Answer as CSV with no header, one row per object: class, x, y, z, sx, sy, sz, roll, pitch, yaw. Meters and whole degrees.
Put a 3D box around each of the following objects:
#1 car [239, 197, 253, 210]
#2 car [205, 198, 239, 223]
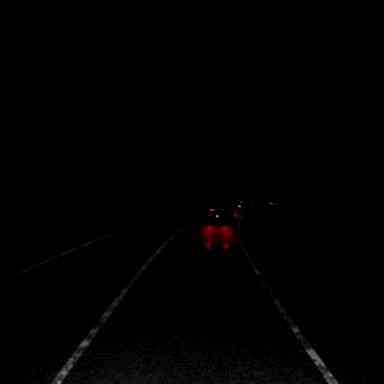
car,6.308,1.429,41.335,1.837,1.490,4.892,2,0,18
car,2.113,1.426,24.687,2.128,1.511,4.902,1,0,10
